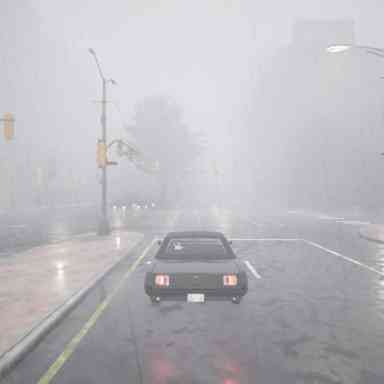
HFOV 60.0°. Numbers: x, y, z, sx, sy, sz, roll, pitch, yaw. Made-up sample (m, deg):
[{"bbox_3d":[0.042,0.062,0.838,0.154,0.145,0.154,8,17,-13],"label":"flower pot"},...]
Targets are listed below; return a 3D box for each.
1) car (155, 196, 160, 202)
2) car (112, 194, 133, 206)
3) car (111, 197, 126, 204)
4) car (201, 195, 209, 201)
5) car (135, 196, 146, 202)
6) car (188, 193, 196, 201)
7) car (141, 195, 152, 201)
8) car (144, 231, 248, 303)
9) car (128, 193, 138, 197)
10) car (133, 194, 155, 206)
[{"bbox_3d":[-8.029,1.564,65.742,1.994,1.385,4.181,0,0,1],"label":"car"},{"bbox_3d":[-11.588,1.525,55.107,1.812,1.442,4.674,0,0,0],"label":"car"},{"bbox_3d":[-14.749,1.595,66.814,1.895,1.301,4.718,0,0,0],"label":"car"},{"bbox_3d":[3.500,1.595,86.978,1.895,1.301,4.718,0,0,0],"label":"car"},{"bbox_3d":[-11.500,1.552,74.403,1.994,1.385,4.181,0,0,0],"label":"car"},{"bbox_3d":[0.000,1.540,85.800,2.033,1.411,5.357,0,0,0],"label":"car"},{"bbox_3d":[-11.500,1.525,84.637,2.128,1.511,4.902,0,0,0],"label":"car"},{"bbox_3d":[0.075,1.601,8.160,1.895,1.301,4.718,0,0,0],"label":"car"},{"bbox_3d":[-11.537,1.221,64.520,2.150,2.045,5.566,0,0,1],"label":"car"},{"bbox_3d":[-8.088,1.547,56.506,2.033,1.411,5.357,0,0,0],"label":"car"}]
